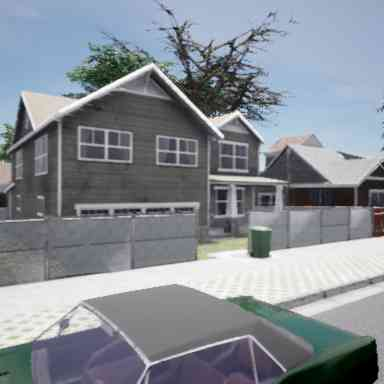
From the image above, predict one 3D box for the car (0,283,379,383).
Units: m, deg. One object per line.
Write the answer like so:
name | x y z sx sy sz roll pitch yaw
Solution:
car | -0.559 1.613 2.665 4.718 1.301 1.895 1 -1 -35
